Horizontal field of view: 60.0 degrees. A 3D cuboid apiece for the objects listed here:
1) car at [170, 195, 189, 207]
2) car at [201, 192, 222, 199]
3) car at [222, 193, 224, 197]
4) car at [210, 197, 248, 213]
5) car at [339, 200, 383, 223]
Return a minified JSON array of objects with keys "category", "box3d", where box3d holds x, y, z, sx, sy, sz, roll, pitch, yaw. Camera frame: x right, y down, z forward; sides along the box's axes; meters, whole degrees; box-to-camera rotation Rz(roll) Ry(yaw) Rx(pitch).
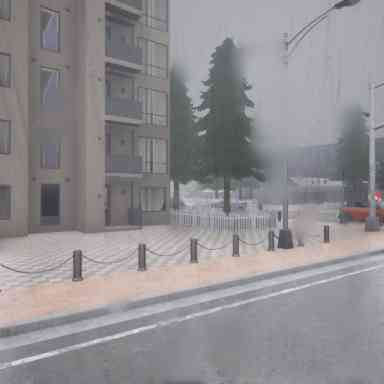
[{"category":"car","box3d":[-3.246,1.563,50.381,2.033,1.411,5.357,0,0,-37]},{"category":"car","box3d":[5.411,1.112,92.661,1.932,1.855,4.605,0,0,-37]},{"category":"car","box3d":[7.498,1.092,94.724,1.905,1.878,3.866,0,0,-37]},{"category":"car","box3d":[3.846,1.580,34.919,1.994,1.385,4.181,0,0,-37]},{"category":"car","box3d":[12.800,1.367,23.112,2.097,1.767,4.553,0,0,-37]}]
